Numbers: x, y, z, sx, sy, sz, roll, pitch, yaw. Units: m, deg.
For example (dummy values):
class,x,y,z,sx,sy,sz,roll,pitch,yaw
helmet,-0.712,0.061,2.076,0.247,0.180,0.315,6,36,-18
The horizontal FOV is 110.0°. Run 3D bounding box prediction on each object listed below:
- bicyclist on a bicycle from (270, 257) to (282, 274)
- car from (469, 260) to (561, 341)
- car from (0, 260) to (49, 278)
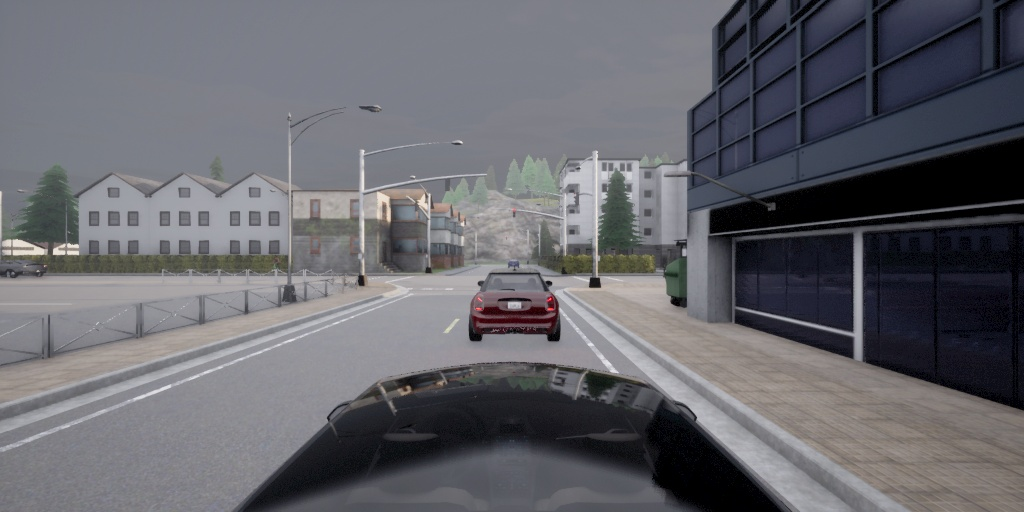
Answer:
class,x,y,z,sx,sy,sz,roll,pitch,yaw
bicyclist on a bicycle,-22.226,0.874,33.826,0.582,1.620,1.656,0,0,0
car,0.081,1.102,9.993,2.097,1.767,4.553,0,0,1
car,-42.115,1.065,30.065,4.902,1.511,2.128,0,0,0
